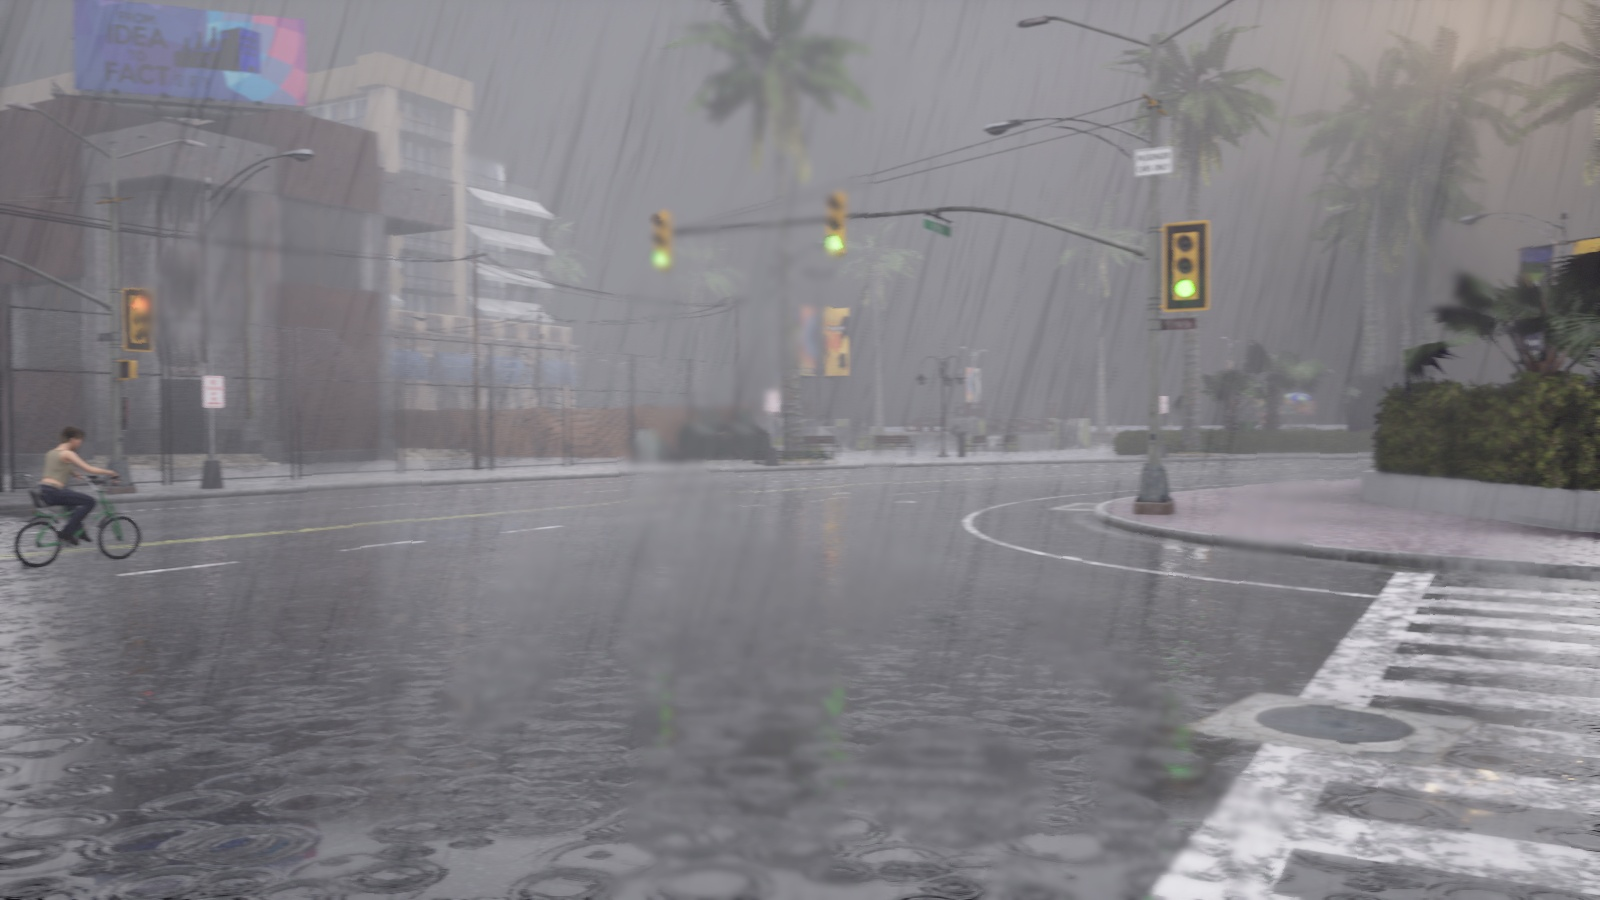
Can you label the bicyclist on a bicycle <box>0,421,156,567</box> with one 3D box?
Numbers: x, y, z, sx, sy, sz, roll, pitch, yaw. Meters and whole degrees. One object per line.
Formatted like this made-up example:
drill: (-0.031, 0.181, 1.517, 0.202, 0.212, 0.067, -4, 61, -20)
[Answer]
bicyclist on a bicycle: (-8.542, 0.468, 14.738, 0.866, 1.612, 1.509, 1, 1, 29)
